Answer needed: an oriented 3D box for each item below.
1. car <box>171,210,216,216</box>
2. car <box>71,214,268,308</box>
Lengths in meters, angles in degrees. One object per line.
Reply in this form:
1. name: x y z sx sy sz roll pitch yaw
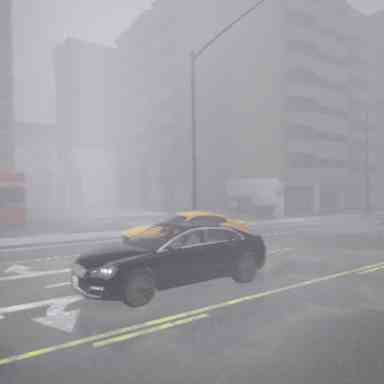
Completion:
1. car: -0.121 1.479 12.422 5.008 1.535 1.882 0 0 -35
2. car: -0.309 1.495 8.021 4.902 1.511 2.128 0 0 -35
